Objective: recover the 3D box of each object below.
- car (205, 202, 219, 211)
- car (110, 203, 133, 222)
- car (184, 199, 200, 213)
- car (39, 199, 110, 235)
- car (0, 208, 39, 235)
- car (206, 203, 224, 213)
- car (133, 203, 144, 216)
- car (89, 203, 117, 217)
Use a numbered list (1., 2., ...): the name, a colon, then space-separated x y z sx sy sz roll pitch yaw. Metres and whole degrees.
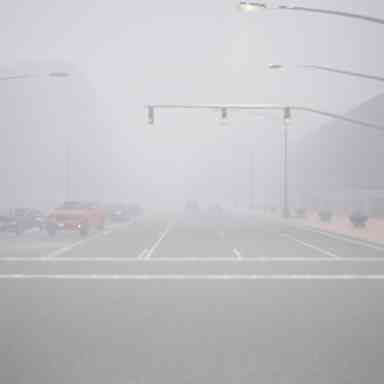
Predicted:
1. car: 3.496 2.596 59.293 2.033 1.411 5.357 0 -1 0
2. car: -7.060 1.788 30.438 2.097 1.767 4.553 0 -1 0
3. car: -0.004 2.049 48.913 2.150 2.045 5.566 0 -1 0
4. car: -7.072 1.477 20.801 2.150 2.045 5.566 0 -1 0
5. car: -10.570 1.738 20.426 2.128 1.511 4.902 0 -1 0
6. car: 3.496 2.361 49.294 1.812 1.442 4.674 0 -1 0
7. car: -7.056 2.127 40.476 1.882 1.535 5.008 0 -1 0
8. car: -10.554 2.114 39.840 1.882 1.535 5.008 0 -1 0
